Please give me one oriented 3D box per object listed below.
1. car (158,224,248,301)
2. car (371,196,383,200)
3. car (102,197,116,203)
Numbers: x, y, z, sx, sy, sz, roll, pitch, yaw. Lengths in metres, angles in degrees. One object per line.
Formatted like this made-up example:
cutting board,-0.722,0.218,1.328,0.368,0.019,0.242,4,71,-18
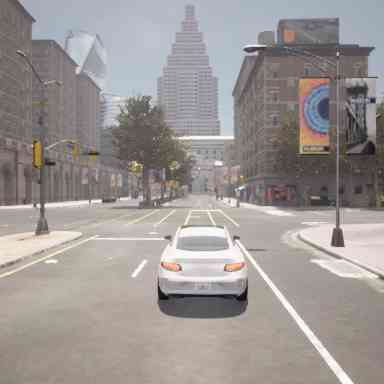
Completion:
car,0.254,1.526,8.242,1.812,1.442,4.674,0,0,2
car,35.922,1.481,67.540,2.231,1.521,4.892,0,0,1
car,-16.791,1.595,67.295,1.895,1.301,4.718,0,0,1
